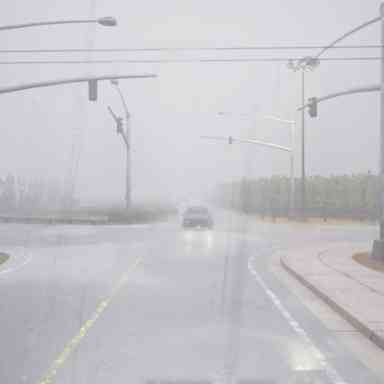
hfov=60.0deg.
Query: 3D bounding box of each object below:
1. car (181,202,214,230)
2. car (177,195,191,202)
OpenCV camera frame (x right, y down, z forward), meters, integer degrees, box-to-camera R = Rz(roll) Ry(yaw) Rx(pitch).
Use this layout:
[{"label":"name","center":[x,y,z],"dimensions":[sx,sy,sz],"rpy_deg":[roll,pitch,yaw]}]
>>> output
[{"label":"car","center":[0.340,1.605,21.668],"dimensions":[2.033,1.411,5.357],"rpy_deg":[0,0,-1]},{"label":"car","center":[-1.374,1.357,56.540],"dimensions":[1.837,1.490,4.892],"rpy_deg":[0,0,-3]}]
